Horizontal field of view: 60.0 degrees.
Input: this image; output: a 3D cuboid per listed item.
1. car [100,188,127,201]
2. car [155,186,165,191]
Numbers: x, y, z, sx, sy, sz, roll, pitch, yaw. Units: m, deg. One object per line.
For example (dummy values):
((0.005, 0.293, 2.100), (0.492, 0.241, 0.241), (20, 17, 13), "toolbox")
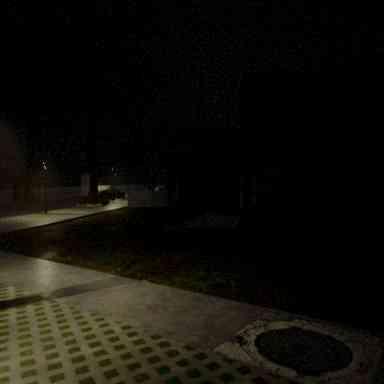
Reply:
((-9.995, 0.240, 42.587), (1.882, 1.535, 5.008), (1, 2, 10), "car")
((-5.929, -0.462, 64.789), (1.812, 1.442, 4.674), (1, 2, 10), "car")
